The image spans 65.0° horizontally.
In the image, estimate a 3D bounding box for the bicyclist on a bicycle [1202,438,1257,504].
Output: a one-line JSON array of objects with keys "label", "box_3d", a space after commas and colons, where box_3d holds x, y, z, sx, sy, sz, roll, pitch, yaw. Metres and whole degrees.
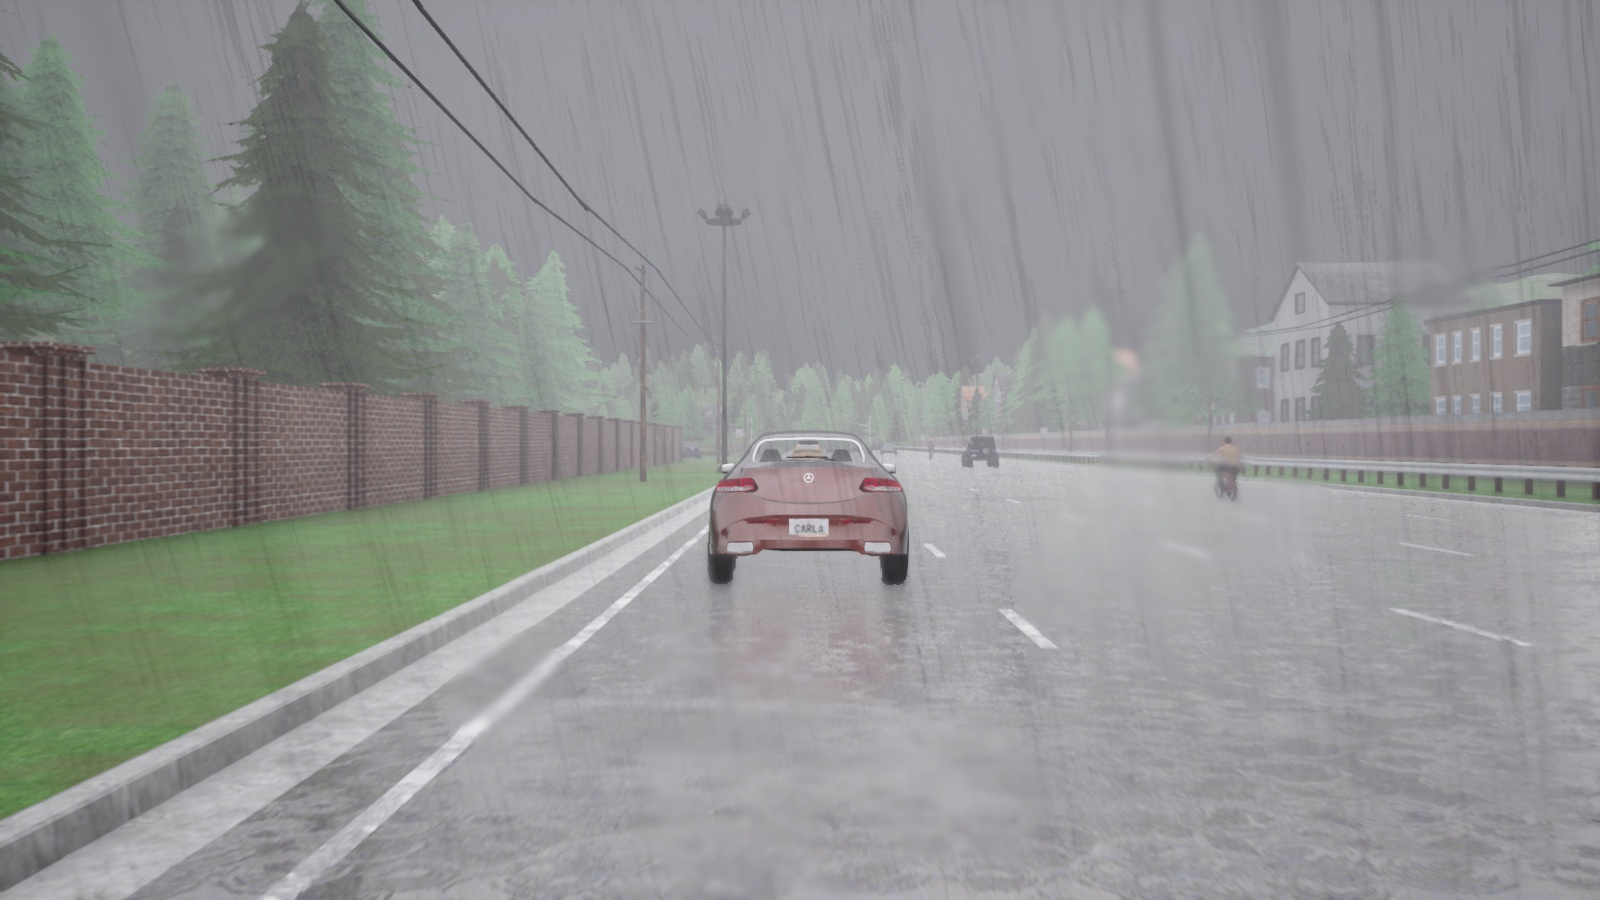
[{"label": "bicyclist on a bicycle", "box_3d": [10.689, 0.515, 31.332, 0.866, 1.612, 1.509, 0, 0, 1]}]

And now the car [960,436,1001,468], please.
[{"label": "car", "box_3d": [10.952, 0.121, 76.375, 1.905, 1.878, 3.866, 0, 0, 0]}]

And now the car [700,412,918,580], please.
[{"label": "car", "box_3d": [0.101, 0.441, 14.910, 2.152, 1.651, 5.027, 0, 0, 0]}]
